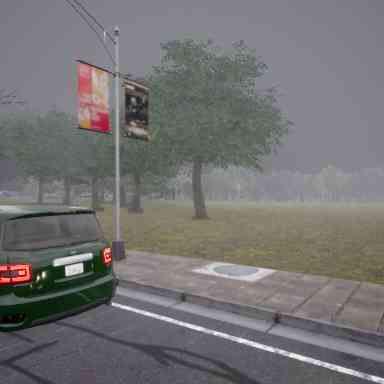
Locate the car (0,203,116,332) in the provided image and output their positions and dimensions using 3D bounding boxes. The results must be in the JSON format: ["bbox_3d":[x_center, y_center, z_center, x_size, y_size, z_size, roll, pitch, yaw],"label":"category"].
[{"bbox_3d":[-3.889,1.235,6.415,5.566,2.045,2.150,0,0,36],"label":"car"}]
